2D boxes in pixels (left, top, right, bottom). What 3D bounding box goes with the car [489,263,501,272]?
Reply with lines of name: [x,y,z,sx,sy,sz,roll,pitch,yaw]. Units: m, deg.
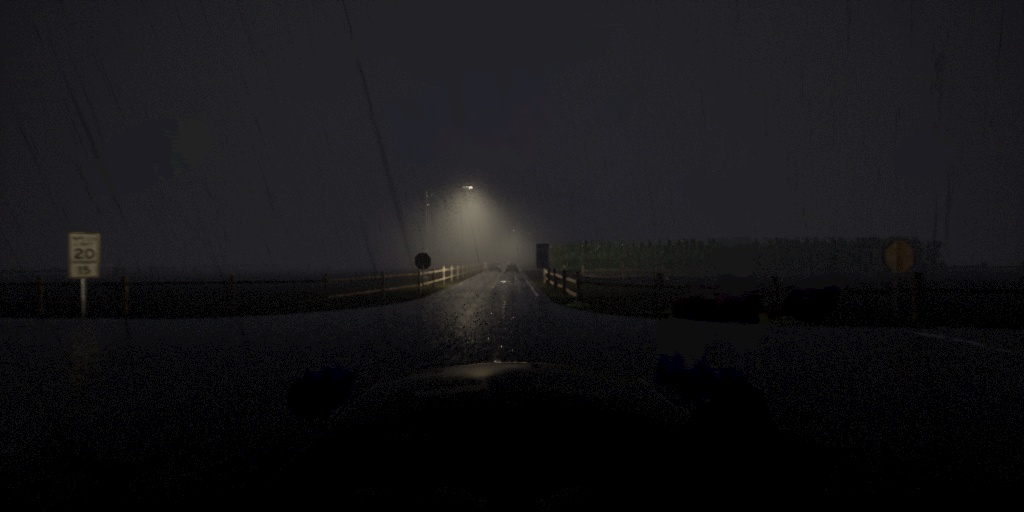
car: [-2.759,1.828,59.404,2.033,1.411,5.357,0,0,0]

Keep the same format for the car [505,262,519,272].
car: [-0.009,1.792,54.816,1.994,1.385,4.181,0,0,0]
